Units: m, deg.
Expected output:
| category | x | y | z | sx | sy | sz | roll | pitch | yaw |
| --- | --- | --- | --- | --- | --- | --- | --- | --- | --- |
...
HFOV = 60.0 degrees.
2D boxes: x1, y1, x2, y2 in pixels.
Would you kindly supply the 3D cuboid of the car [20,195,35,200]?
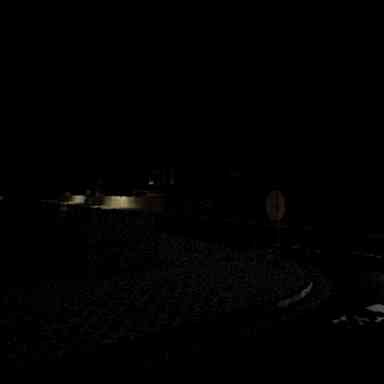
| category | x | y | z | sx | sy | sz | roll | pitch | yaw |
| --- | --- | --- | --- | --- | --- | --- | --- | --- | --- |
| car | -38.797 | 1.512 | 79.107 | 2.033 | 1.411 | 5.357 | 1 | -1 | -35 |
